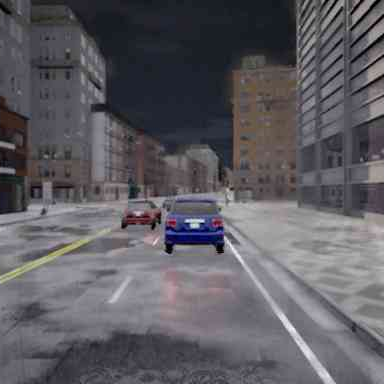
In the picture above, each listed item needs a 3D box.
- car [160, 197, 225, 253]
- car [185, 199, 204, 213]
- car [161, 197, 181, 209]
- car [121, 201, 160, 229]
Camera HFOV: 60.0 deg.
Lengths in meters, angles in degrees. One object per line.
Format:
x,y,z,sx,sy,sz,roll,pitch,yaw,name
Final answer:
0.090,1.213,13.804,2.150,2.045,5.566,0,0,0,car
0.332,1.490,37.109,1.994,1.385,4.181,0,0,2,car
-2.688,1.391,43.564,2.128,1.511,4.902,0,0,2,car
-3.155,1.333,21.639,2.097,1.767,4.553,0,0,0,car
